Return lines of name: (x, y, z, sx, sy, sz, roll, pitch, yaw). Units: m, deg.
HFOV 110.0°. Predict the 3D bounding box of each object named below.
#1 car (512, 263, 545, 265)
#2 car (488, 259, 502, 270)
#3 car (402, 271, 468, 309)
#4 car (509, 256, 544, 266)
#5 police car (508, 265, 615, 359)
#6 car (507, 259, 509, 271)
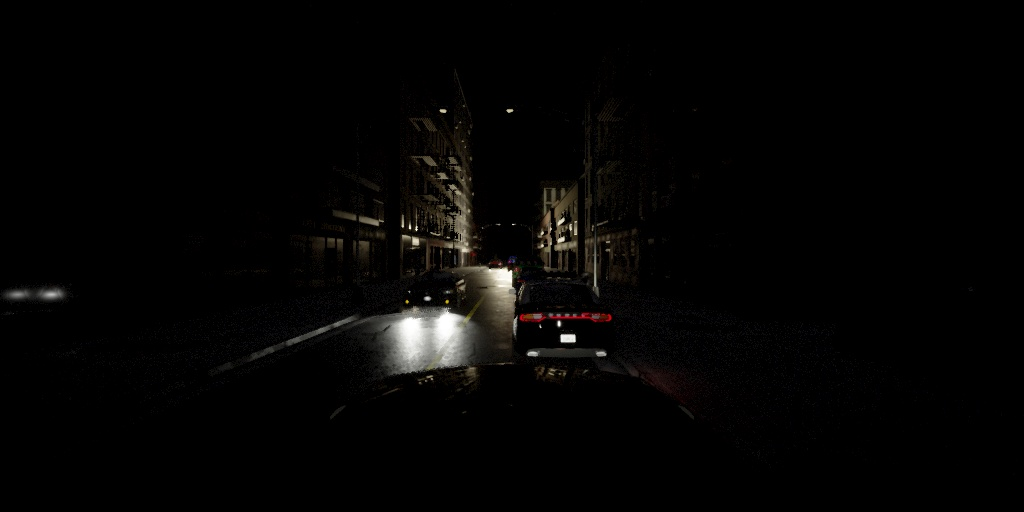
car: (1.028, 1.286, 18.475, 1.812, 1.442, 4.674, 0, 0, 0)
car: (-2.602, 1.225, 56.260, 2.097, 1.767, 4.553, 0, 0, 0)
car: (-2.999, 1.318, 14.722, 1.994, 1.385, 4.181, 0, 0, 0)
car: (1.072, 0.994, 24.506, 2.150, 2.045, 5.566, 0, 0, 0)
police car: (0.957, 1.177, 8.584, 1.930, 1.638, 5.238, 0, 0, 0)
car: (0.360, 1.437, 47.071, 1.895, 1.301, 4.718, 0, 0, 1)
